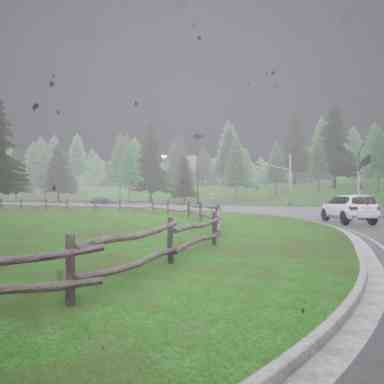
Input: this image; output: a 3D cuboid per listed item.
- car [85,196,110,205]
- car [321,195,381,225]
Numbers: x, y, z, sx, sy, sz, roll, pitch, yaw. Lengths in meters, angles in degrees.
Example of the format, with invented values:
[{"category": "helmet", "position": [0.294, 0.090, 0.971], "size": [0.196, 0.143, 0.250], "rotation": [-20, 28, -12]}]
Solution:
[{"category": "car", "position": [-16.883, 1.524, 59.333], "size": [4.674, 1.442, 1.812], "rotation": [0, 0, 21]}, {"category": "car", "position": [11.231, 1.219, 23.955], "size": [2.150, 2.045, 5.566], "rotation": [0, 0, 0]}]
